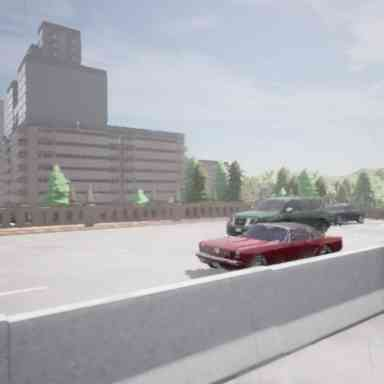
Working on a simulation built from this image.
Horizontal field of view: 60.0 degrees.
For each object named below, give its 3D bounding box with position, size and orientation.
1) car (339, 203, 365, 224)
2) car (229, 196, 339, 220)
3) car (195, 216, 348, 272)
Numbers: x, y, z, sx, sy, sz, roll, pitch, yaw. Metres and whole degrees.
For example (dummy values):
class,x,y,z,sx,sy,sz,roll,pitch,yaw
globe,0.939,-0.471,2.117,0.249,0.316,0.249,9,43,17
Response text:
class,x,y,z,sx,sy,sz,roll,pitch,yaw
car,10.959,1.616,24.701,4.892,1.490,1.837,2,-1,-35
car,4.197,1.242,15.582,5.566,2.045,2.150,0,0,-35
car,2.445,1.614,10.035,4.718,1.301,1.895,0,0,-35
